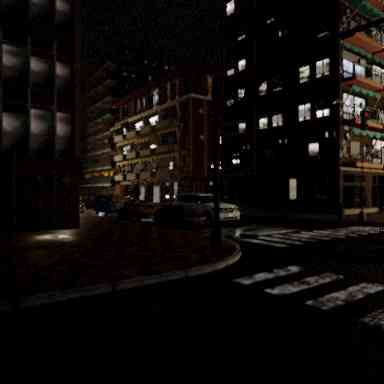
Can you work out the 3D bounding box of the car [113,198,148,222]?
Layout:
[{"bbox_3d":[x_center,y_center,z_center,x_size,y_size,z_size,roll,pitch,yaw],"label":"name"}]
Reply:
[{"bbox_3d":[-3.984,1.382,24.928,1.752,1.417,4.829,0,0,-36],"label":"car"}]

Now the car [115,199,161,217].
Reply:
[{"bbox_3d":[-5.182,1.389,31.040,2.033,1.411,5.357,0,0,-36],"label":"car"}]

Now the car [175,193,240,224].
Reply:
[{"bbox_3d":[0.789,1.080,22.708,2.150,2.045,5.566,0,0,-36],"label":"car"}]

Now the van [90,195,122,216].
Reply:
[{"bbox_3d":[-7.384,1.189,29.669,1.690,1.788,3.998,0,0,-36],"label":"van"}]

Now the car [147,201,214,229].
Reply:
[{"bbox_3d":[-0.784,1.449,20.464,1.802,1.307,4.206,0,0,-36],"label":"car"}]

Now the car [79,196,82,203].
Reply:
[{"bbox_3d":[-20.472,1.313,62.308,1.752,1.417,4.829,0,0,-36],"label":"car"}]

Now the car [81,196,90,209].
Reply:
[{"bbox_3d":[-11.102,1.430,39.324,1.895,1.301,4.718,0,0,-35],"label":"car"}]

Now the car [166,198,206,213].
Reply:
[{"bbox_3d":[-0.673,1.353,34.690,1.752,1.417,4.829,0,0,-36],"label":"car"}]
